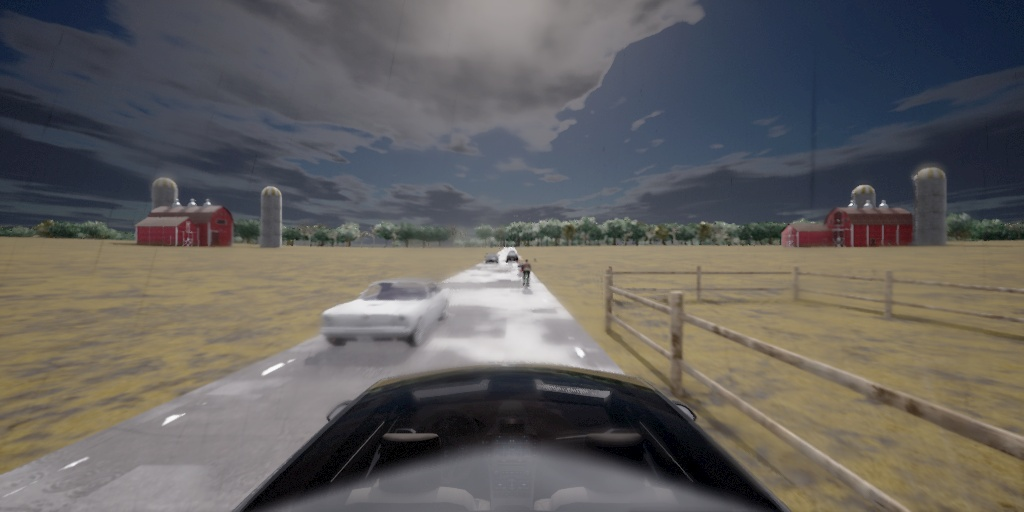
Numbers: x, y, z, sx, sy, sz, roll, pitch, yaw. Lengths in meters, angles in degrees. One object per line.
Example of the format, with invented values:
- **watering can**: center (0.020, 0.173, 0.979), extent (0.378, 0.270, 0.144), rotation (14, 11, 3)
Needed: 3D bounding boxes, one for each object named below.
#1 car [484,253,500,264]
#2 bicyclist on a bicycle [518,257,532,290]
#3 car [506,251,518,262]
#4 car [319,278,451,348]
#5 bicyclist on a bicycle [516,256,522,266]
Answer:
- **car**: center (-2.802, 0.373, 50.886), extent (1.837, 1.490, 4.892), rotation (0, 2, 0)
- **bicyclist on a bicycle**: center (0.756, 0.984, 18.427), extent (0.582, 1.620, 1.656), rotation (0, 0, 0)
- **car**: center (0.057, 0.185, 57.099), extent (1.882, 1.535, 5.008), rotation (0, 2, 0)
- **car**: center (-2.848, 1.265, 9.136), extent (1.895, 1.301, 4.718), rotation (0, 1, 0)
- **bicyclist on a bicycle**: center (0.737, 0.779, 29.345), extent (0.866, 1.612, 1.509), rotation (0, 1, 0)
